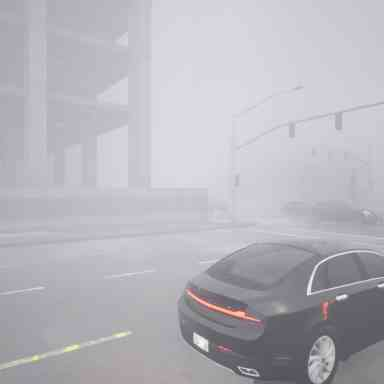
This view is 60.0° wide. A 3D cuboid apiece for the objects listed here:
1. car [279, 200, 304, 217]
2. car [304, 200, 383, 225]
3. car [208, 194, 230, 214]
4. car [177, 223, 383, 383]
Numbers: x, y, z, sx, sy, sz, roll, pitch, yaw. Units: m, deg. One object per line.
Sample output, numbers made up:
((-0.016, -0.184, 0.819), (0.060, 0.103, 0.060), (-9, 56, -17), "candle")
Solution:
((9.993, 1.506, 29.528), (1.837, 1.490, 4.892), (0, 0, -36), "car")
((10.511, 1.351, 22.849), (2.097, 1.767, 4.553), (0, 0, -36), "car")
((1.605, 1.222, 35.135), (2.150, 2.045, 5.566), (0, 0, -36), "car")
((2.088, 1.505, 5.280), (4.892, 1.490, 1.837), (0, 0, -35), "car")
